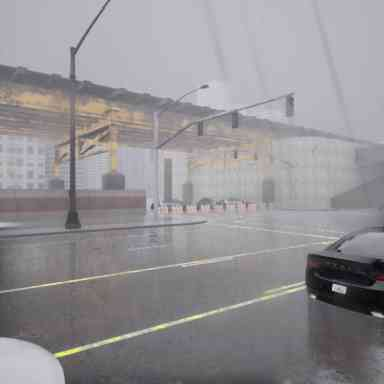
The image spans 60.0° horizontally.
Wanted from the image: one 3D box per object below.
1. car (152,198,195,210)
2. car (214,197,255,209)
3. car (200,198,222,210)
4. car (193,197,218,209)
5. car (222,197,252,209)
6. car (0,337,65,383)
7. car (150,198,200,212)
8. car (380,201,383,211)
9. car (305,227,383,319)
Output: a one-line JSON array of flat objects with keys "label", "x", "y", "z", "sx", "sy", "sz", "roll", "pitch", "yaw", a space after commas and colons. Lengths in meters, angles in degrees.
[{"label": "car", "x": -2.061, "y": 1.295, "z": 37.246, "sx": 4.536, "sy": 1.218, "sz": 1.853, "roll": 0, "pitch": 0, "yaw": 8}, {"label": "car", "x": 5.590, "y": 1.453, "z": 43.750, "sx": 4.974, "sy": 1.542, "sz": 2.038, "roll": 0, "pitch": 0, "yaw": -7}, {"label": "car", "x": 1.712, "y": 1.453, "z": 39.957, "sx": 2.038, "sy": 1.542, "sz": 4.974, "roll": 0, "pitch": 0, "yaw": 18}, {"label": "car", "x": 1.727, "y": 1.295, "z": 40.006, "sx": 1.853, "sy": 1.218, "sz": 4.536, "roll": 0, "pitch": 0, "yaw": 18}, {"label": "car", "x": 5.538, "y": 1.295, "z": 43.743, "sx": 4.536, "sy": 1.218, "sz": 1.853, "roll": 0, "pitch": 0, "yaw": -7}, {"label": "car", "x": -3.038, "y": 1.526, "z": 1.570, "sx": 4.674, "sy": 1.442, "sz": 1.812, "roll": 0, "pitch": 0, "yaw": -36}, {"label": "car", "x": -2.010, "y": 1.453, "z": 37.240, "sx": 4.974, "sy": 1.542, "sz": 2.038, "roll": 0, "pitch": 0, "yaw": 8}, {"label": "car", "x": 24.243, "y": 1.491, "z": 39.771, "sx": 4.902, "sy": 1.511, "sz": 2.128, "roll": 0, "pitch": 0, "yaw": -37}, {"label": "car", "x": 4.486, "y": 1.478, "z": 7.043, "sx": 5.008, "sy": 1.535, "sz": 1.882, "roll": 0, "pitch": 0, "yaw": -36}]
